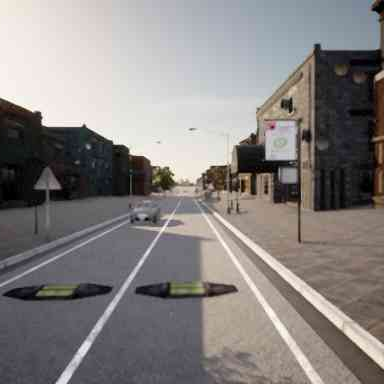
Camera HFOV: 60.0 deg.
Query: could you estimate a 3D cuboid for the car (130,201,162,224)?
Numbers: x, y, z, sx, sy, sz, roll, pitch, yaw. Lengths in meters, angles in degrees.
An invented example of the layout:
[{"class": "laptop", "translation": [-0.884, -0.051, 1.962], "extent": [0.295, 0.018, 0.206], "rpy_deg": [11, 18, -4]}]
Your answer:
[{"class": "car", "translation": [-3.265, 1.425, 24.084], "extent": [2.128, 1.511, 4.902], "rpy_deg": [0, 0, -1]}]
